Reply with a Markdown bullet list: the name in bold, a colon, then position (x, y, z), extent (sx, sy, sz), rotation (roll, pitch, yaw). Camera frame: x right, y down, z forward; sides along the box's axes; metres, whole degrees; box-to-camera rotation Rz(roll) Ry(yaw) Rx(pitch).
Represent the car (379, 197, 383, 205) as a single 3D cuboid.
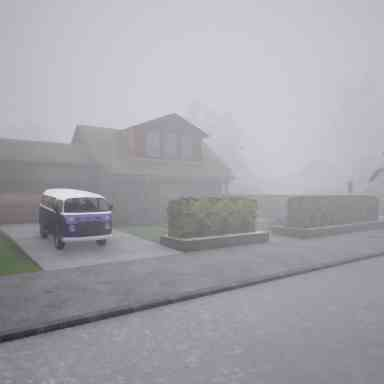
- **car**: position (24.676, 0.985, 41.440), extent (3.866, 1.878, 1.905), rotation (0, 0, 0)
